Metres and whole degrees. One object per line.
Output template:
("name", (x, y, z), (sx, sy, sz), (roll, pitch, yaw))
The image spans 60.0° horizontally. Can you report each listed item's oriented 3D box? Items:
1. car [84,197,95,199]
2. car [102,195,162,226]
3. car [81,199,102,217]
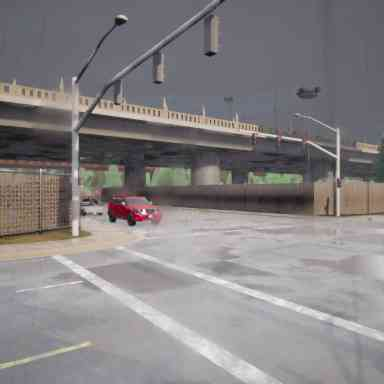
("car", (-19.783, 1.619, 64.272), (1.994, 1.385, 4.181), (0, 0, -36))
("car", (-4.341, 1.278, 24.363), (2.150, 2.045, 5.566), (0, 0, -36))
("car", (-10.307, 1.656, 32.684), (1.895, 1.301, 4.718), (0, 0, -36))
